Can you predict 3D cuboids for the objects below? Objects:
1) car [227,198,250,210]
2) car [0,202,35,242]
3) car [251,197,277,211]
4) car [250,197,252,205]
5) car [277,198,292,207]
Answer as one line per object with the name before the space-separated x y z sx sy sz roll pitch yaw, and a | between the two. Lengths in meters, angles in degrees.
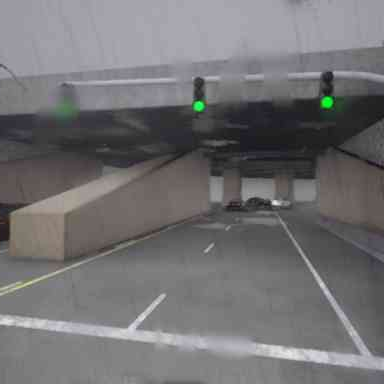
car | 5.791 1.558 43.229 2.033 1.411 5.357 1 0 17
car | -8.172 1.240 14.117 2.097 1.767 4.553 1 0 12
car | 9.251 1.543 42.561 2.128 1.511 4.902 1 0 18
car | 10.324 1.555 52.866 1.837 1.490 4.892 1 0 38
car | 13.841 1.618 51.755 1.812 1.442 4.674 1 0 41
